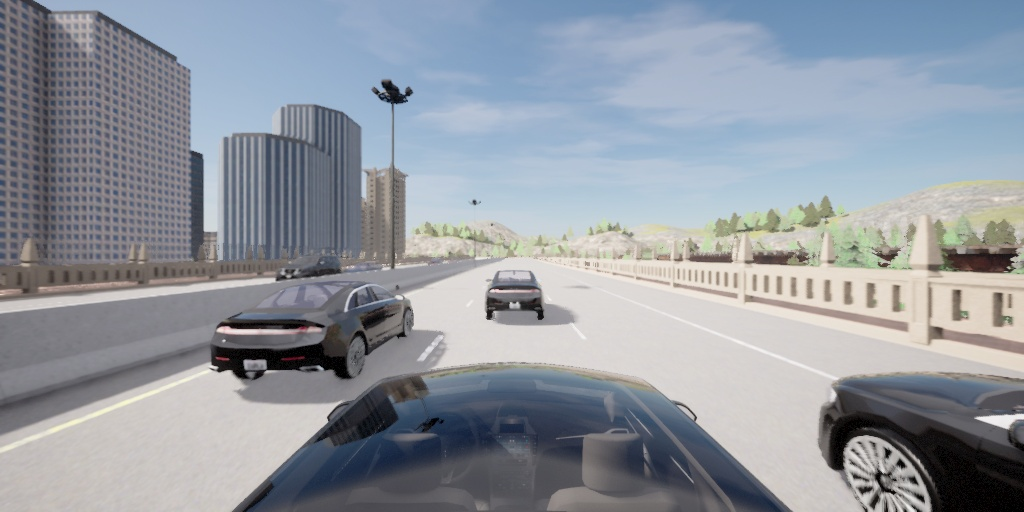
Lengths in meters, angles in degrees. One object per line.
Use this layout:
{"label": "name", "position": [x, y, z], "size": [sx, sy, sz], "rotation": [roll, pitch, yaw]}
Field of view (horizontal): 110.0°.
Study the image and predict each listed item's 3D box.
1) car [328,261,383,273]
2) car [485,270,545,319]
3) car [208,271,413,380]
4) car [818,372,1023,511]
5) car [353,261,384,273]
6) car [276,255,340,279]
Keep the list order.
{"label": "car", "position": [-10.620, 1.294, 25.075], "size": [1.994, 1.385, 4.181], "rotation": [0, 0, 0]}
{"label": "car", "position": [0.085, 1.230, 12.709], "size": [2.128, 1.511, 4.902], "rotation": [0, 0, 0]}
{"label": "car", "position": [-3.416, 1.237, 7.201], "size": [2.128, 1.511, 4.902], "rotation": [0, 0, 0]}
{"label": "car", "position": [3.571, 1.240, 1.108], "size": [2.128, 1.511, 4.902], "rotation": [0, 0, 0]}
{"label": "car", "position": [-17.625, 1.314, 44.285], "size": [1.895, 1.301, 4.718], "rotation": [0, 0, 0]}
{"label": "car", "position": [-14.121, 0.954, 25.443], "size": [2.150, 2.045, 5.566], "rotation": [0, 0, 0]}
